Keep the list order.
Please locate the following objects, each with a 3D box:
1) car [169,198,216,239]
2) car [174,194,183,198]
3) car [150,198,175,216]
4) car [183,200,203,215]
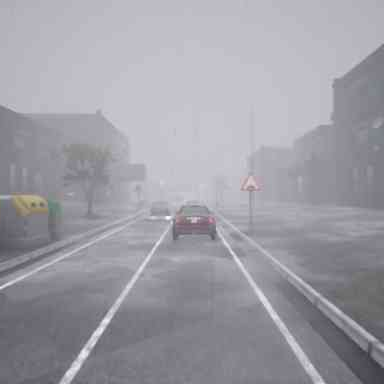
[{"bbox_3d":[0.104,1.387,17.674,2.097,1.767,4.553,0,0,0],"label":"car"},{"bbox_3d":[-2.986,1.167,74.188,2.097,1.767,4.553,0,0,0],"label":"car"},{"bbox_3d":[-3.088,1.578,33.648,1.837,1.490,4.892,0,0,0],"label":"car"},{"bbox_3d":[0.108,1.623,36.099,2.033,1.411,5.357,0,0,0],"label":"car"}]
